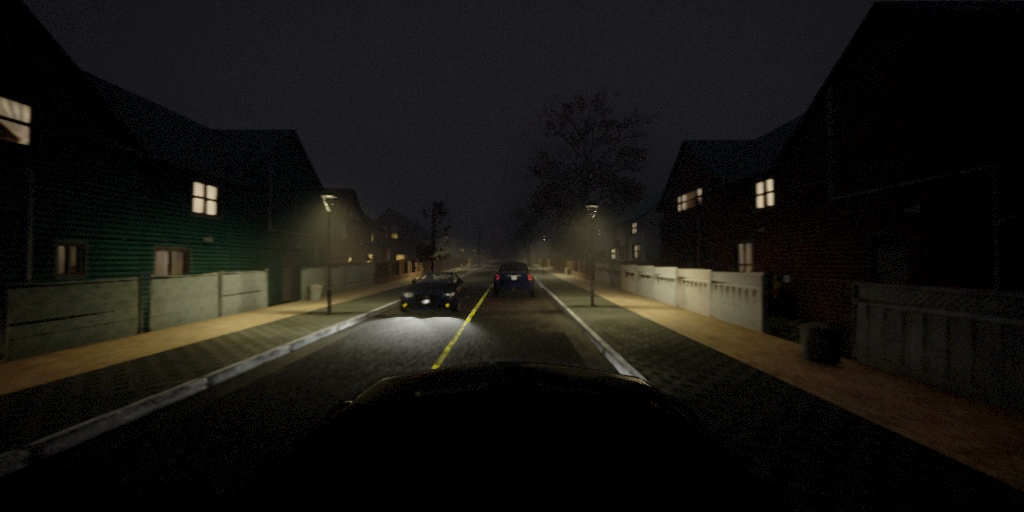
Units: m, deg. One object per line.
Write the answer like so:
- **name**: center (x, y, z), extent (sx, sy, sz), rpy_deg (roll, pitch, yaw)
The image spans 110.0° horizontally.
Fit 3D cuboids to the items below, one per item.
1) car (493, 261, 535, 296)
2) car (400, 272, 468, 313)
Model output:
- **car**: center (0.099, 1.103, 19.541), extent (2.097, 1.767, 4.553), rpy_deg (0, 0, 0)
- **car**: center (-2.849, 1.315, 13.878), extent (1.994, 1.385, 4.181), rpy_deg (0, 0, 0)
